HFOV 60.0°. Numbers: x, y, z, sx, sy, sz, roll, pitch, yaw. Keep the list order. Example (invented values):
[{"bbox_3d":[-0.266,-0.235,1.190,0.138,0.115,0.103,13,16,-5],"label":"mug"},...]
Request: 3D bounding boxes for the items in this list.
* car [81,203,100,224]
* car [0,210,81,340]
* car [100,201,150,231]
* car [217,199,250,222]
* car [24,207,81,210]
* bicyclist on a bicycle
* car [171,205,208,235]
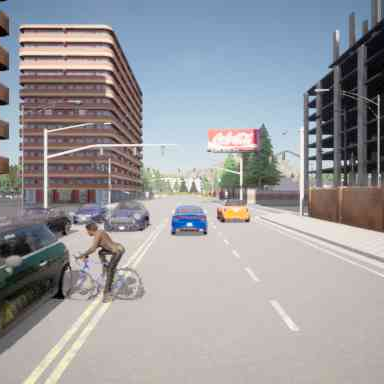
[{"bbox_3d":[-7.332,1.526,24.757,1.812,1.442,4.674,0,0,-1],"label":"car"},{"bbox_3d":[-3.663,1.353,5.434,2.097,1.767,4.553,0,0,-1],"label":"car"},{"bbox_3d":[-3.815,1.351,20.230,2.097,1.767,4.553,0,0,0],"label":"car"},{"bbox_3d":[3.151,1.352,26.071,2.097,1.767,4.553,0,0,-1],"label":"car"},{"bbox_3d":[-7.286,1.492,15.793,2.128,1.511,4.902,0,0,-1],"label":"car"},{"bbox_3d":[-1.874,1.455,6.831,1.656,1.620,0.582,-2,0,-1],"label":"bicyclist on a bicycle"},{"bbox_3d":[-0.152,1.478,18.942,1.882,1.535,5.008,0,0,-1],"label":"car"}]
